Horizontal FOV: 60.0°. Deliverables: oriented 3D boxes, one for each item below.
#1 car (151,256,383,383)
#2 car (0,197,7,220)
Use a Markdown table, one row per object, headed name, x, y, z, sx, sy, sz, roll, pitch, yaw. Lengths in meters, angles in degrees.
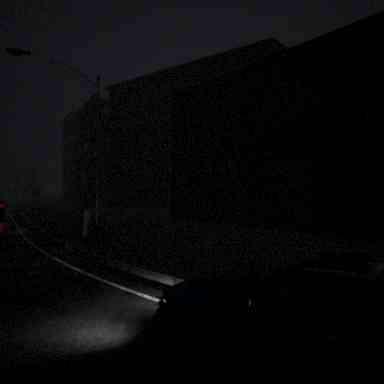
| name | x | y | z | sx | sy | sz | roll | pitch | yaw |
| --- | --- | --- | --- | --- | --- | --- | --- | --- | --- |
| car | 1.578 | 1.531 | 3.987 | 4.674 | 1.442 | 1.812 | 0 | 0 | 39 |
| car | -17.538 | 1.344 | 28.966 | 2.150 | 2.045 | 5.566 | 0 | 0 | -29 |
